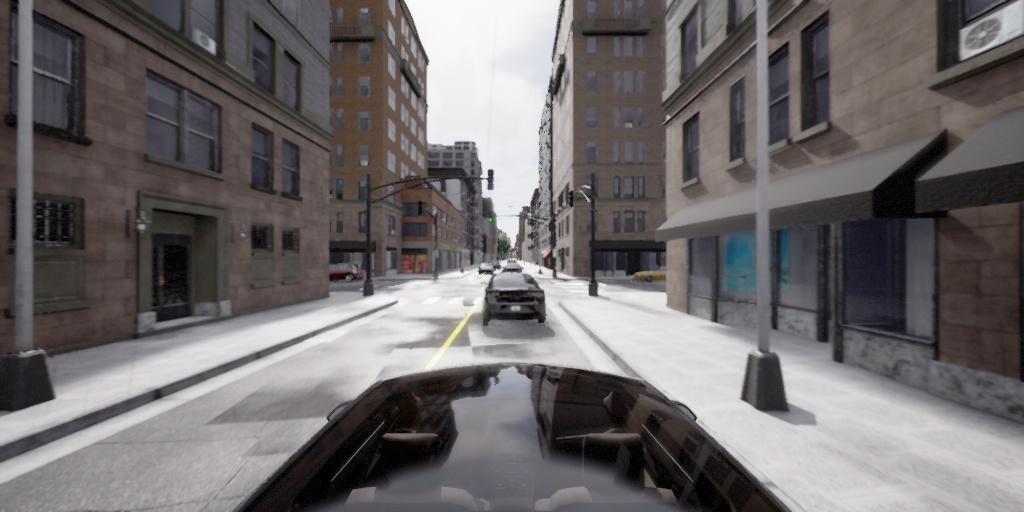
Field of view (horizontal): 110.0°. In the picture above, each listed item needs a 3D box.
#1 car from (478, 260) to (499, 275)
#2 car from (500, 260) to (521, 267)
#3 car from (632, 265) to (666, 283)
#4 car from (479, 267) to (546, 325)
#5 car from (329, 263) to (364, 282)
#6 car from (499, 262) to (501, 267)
[{"bbox_3d":[-3.096,1.535,44.012,2.033,1.411,5.357,0,0,0],"label":"car"},{"bbox_3d":[0.097,1.439,33.996,1.837,1.490,4.892,0,0,0],"label":"car"},{"bbox_3d":[12.420,1.427,29.496,4.829,1.417,1.751,0,0,1],"label":"car"},{"bbox_3d":[-0.049,1.290,12.241,1.882,1.535,5.008,0,0,-3],"label":"car"},{"bbox_3d":[-14.604,1.338,29.775,4.097,1.591,1.967,0,0,1],"label":"car"},{"bbox_3d":[-3.042,1.427,61.697,2.097,1.767,4.553,0,0,0],"label":"car"}]
